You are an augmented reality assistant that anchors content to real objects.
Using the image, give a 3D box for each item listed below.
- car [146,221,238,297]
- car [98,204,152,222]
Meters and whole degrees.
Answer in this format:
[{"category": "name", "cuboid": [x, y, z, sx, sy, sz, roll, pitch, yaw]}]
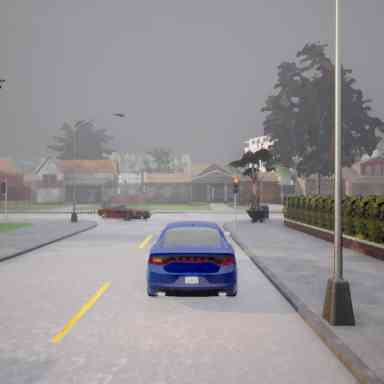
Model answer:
[{"category": "car", "cuboid": [0.014, 1.478, 8.624, 1.882, 1.535, 5.008, 0, 0, 0]}, {"category": "car", "cuboid": [-5.301, 1.601, 26.182, 4.718, 1.301, 1.895, 0, 0, 42]}]
